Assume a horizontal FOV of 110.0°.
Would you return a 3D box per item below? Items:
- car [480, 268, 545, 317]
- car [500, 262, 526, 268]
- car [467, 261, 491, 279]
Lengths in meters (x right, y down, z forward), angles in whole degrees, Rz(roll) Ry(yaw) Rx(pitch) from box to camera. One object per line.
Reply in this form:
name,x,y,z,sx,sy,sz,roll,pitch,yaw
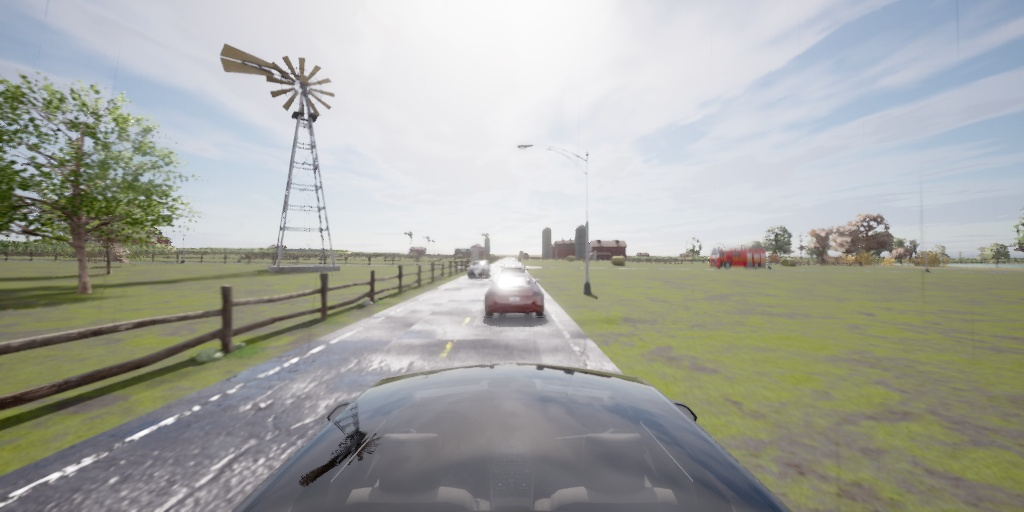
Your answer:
car,0.087,1.291,13.018,1.994,1.385,4.181,0,0,0
car,0.081,1.187,28.035,2.128,1.511,4.902,0,0,0
car,-2.857,1.178,32.117,2.128,1.511,4.902,0,0,0
